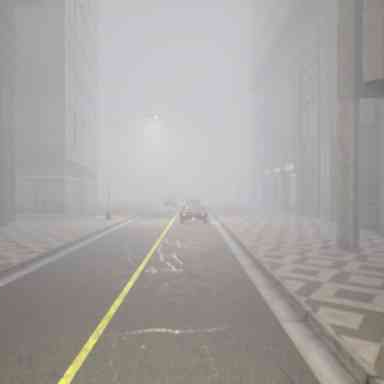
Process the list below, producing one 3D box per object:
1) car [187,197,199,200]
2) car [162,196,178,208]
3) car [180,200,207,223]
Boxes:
[{"bbox_3d":[0.117,1.388,42.387,2.128,1.511,4.902,0,0,0],"label":"car"},{"bbox_3d":[-3.062,1.392,46.919,1.837,1.490,4.892,0,0,0],"label":"car"},{"bbox_3d":[0.110,1.540,24.948,1.895,1.301,4.718,0,0,0],"label":"car"}]
